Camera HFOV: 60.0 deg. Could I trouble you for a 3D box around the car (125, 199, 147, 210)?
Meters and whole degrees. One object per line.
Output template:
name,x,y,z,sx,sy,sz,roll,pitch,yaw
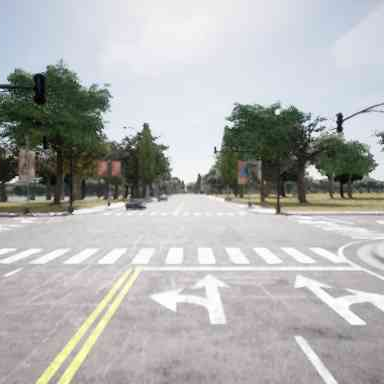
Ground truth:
car,-6.505,1.426,38.719,1.895,1.301,4.718,0,0,0

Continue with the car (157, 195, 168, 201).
car,-6.508,1.317,73.722,1.994,1.385,4.181,0,0,0
